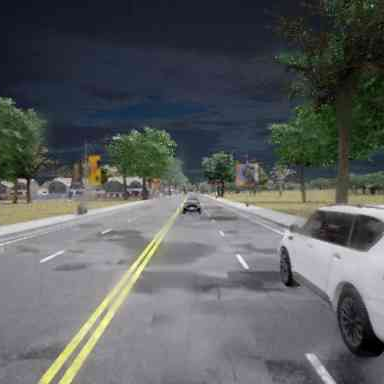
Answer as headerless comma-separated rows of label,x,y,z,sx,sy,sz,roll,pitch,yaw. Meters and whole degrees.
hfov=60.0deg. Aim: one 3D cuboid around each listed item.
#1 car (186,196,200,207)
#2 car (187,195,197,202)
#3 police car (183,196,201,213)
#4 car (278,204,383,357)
car,0.104,1.473,52.245,2.128,1.511,4.902,0,0,0
car,0.004,1.505,73.484,2.033,1.411,5.357,0,0,0
police car,0.001,1.496,36.530,2.038,1.542,4.974,0,0,0
car,3.251,1.221,6.162,2.150,2.045,5.566,0,0,0
